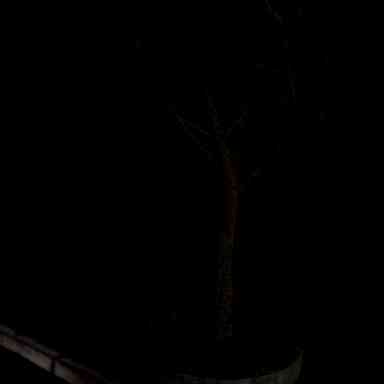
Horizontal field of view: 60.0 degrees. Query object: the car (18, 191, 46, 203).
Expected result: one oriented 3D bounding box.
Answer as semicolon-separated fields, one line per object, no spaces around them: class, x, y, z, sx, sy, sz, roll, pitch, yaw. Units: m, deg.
car;-20.051;0.921;40.744;2.150;2.045;5.566;1;0;32
